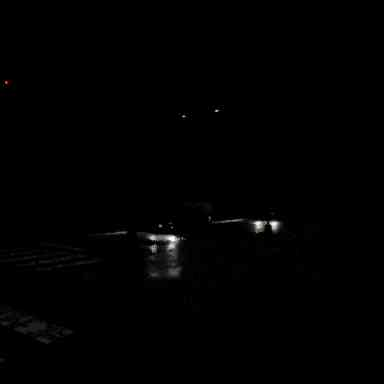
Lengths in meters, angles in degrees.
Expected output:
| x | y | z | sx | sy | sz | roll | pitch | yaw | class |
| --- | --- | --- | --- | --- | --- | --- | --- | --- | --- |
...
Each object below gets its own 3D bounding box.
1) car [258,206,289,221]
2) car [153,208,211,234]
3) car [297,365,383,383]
| x | y | z | sx | sy | sz | roll | pitch | yaw | class |
| --- | --- | --- | --- | --- | --- | --- | --- | --- | --- |
| 8.791 | 2.207 | 35.600 | 1.882 | 1.535 | 5.008 | 0 | -2 | 36 | car |
| -0.546 | 1.899 | 22.494 | 1.837 | 1.490 | 4.892 | 0 | -1 | 35 | car |
| 2.411 | 1.551 | 1.232 | 4.403 | 1.369 | 2.008 | 0 | 0 | 36 | car |
